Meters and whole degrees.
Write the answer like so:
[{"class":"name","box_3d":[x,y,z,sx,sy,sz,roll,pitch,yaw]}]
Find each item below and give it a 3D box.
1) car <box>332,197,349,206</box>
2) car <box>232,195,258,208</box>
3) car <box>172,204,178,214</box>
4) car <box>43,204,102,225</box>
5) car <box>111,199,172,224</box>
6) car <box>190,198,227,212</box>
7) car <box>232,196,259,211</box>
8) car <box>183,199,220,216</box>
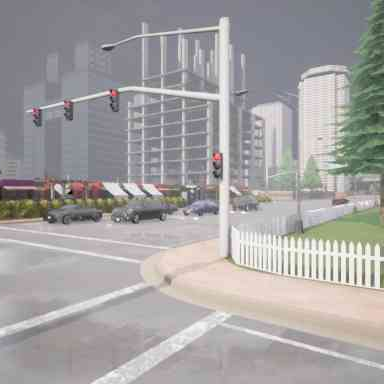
[{"class":"car","box_3d":[24.017,1.478,53.697,1.882,1.535,5.008,0,0,34]},{"class":"car","box_3d":[7.846,1.352,48.796,2.097,1.767,4.553,0,0,34]},{"class":"car","box_3d":[-3.488,1.547,32.098,2.033,1.411,5.357,0,0,34]},{"class":"car","box_3d":[-8.663,1.564,24.438,1.994,1.385,4.181,0,0,34]},{"class":"car","box_3d":[-3.951,1.352,25.160,2.097,1.767,4.553,0,0,34]},{"class":"car","box_3d":[2.150,1.547,40.438,2.033,1.411,5.357,0,0,34]},{"class":"car","box_3d":[6.623,1.505,40.790,1.837,1.490,4.892,0,0,34]},{"class":"car","box_3d":[0.994,1.525,32.459,1.812,1.442,4.674,0,0,34]}]
